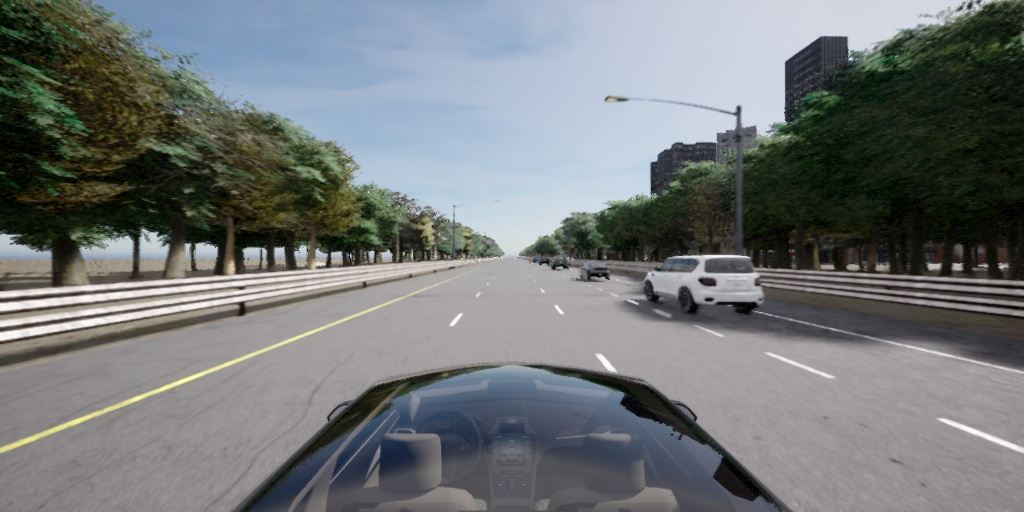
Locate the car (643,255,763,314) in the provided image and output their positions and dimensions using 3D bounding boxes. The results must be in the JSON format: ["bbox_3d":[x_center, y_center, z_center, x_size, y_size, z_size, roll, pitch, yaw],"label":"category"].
[{"bbox_3d":[7.002,0.978,13.858,2.150,2.045,5.566,0,0,0],"label":"car"}]

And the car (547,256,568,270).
[{"bbox_3d":[7.048,1.019,53.763,2.150,2.045,5.566,0,0,0],"label":"car"}]

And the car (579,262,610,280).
[{"bbox_3d":[7.009,1.272,30.803,1.837,1.490,4.892,0,0,0],"label":"car"}]
